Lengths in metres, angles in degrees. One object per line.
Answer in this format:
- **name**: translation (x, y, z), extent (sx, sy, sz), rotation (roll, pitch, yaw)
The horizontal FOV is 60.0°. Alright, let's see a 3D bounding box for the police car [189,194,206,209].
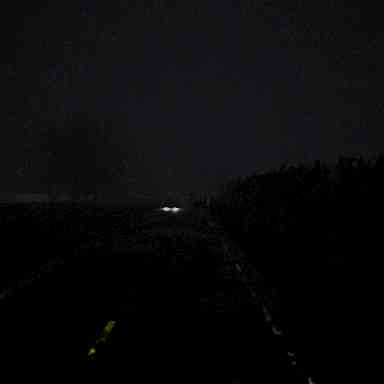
- **police car**: translation (0.941, 1.427, 46.080), extent (1.930, 1.638, 5.238), rotation (0, 0, 0)

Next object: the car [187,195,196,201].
- **car**: translation (-0.033, 1.398, 76.861), extent (1.994, 1.385, 4.181), rotation (0, 0, 0)

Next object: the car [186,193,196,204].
- **car**: translation (-0.027, 1.231, 64.180), extent (2.150, 2.045, 5.566), rotation (0, 0, 0)

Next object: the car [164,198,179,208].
- **car**: translation (-2.850, 1.566, 47.459), extent (1.994, 1.385, 4.181), rotation (0, 0, 0)
